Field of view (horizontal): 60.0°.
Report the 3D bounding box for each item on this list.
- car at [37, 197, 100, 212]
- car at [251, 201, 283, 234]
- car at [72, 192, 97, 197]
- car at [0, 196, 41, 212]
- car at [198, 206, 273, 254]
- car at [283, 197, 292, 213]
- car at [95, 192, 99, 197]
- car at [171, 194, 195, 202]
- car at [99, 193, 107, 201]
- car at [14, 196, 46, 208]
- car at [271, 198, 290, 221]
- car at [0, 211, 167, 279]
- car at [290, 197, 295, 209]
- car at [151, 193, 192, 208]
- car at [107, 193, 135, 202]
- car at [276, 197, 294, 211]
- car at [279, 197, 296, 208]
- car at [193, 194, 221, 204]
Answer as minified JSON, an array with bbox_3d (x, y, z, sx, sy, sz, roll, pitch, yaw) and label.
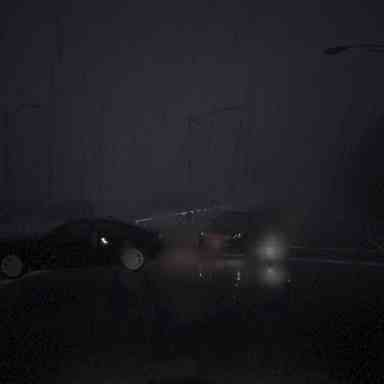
[{"bbox_3d":[-8.957,1.356,24.191,3.633,1.501,1.845,0,0,19],"label":"car"},{"bbox_3d":[4.024,1.490,19.248,1.837,1.490,4.892,0,0,19],"label":"car"},{"bbox_3d":[-18.298,1.250,53.746,4.514,1.523,2.007,0,0,19],"label":"car"},{"bbox_3d":[-15.021,1.356,29.404,3.806,1.475,1.970,0,0,19],"label":"car"},{"bbox_3d":[1.862,1.514,13.846,1.812,1.442,4.674,0,0,25],"label":"car"},{"bbox_3d":[7.845,1.488,30.447,1.837,1.490,4.892,0,0,19],"label":"car"},{"bbox_3d":[-21.647,1.300,68.006,3.806,1.475,1.970,0,0,19],"label":"car"},{"bbox_3d":[-1.894,1.259,68.651,4.514,1.523,2.007,0,0,19],"label":"car"},{"bbox_3d":[-19.997,1.016,70.956,3.866,1.878,1.905,0,0,19],"label":"car"},{"bbox_3d":[-21.560,1.274,44.300,3.633,1.501,1.845,0,0,19],"label":"car"},{"bbox_3d":[5.951,1.476,24.889,2.128,1.511,4.902,0,0,19],"label":"car"},{"bbox_3d":[-3.255,1.475,9.836,5.008,1.535,1.882,0,0,-15],"label":"car"},{"bbox_3d":[9.902,1.545,36.480,1.994,1.385,4.181,0,0,19],"label":"car"},{"bbox_3d":[-2.836,1.075,41.738,4.605,1.855,1.932,0,0,19],"label":"car"},{"bbox_3d":[-13.608,1.047,65.308,4.605,1.855,1.932,0,0,19],"label":"car"},{"bbox_3d":[11.790,1.485,42.030,1.837,1.490,4.892,0,0,19],"label":"car"},{"bbox_3d":[13.687,1.470,47.601,2.128,1.511,4.902,0,0,19],"label":"car"},{"bbox_3d":[1.835,1.127,56.732,5.027,1.636,2.152,0,0,19],"label":"car"}]
